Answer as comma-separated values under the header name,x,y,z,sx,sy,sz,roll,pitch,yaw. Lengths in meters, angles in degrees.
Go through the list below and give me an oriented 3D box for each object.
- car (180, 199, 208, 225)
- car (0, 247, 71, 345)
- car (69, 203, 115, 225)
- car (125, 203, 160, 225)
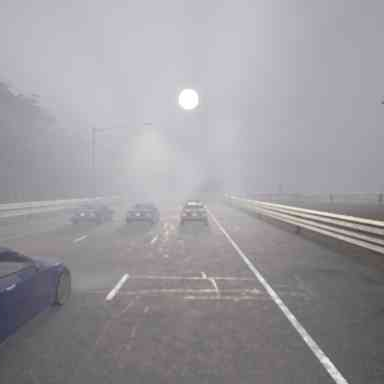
name,x,y,z,sx,sy,sz,roll,pitch,yaw
car,0.138,1.471,23.408,2.033,1.411,5.357,0,0,0
car,-3.390,1.509,4.922,1.812,1.442,4.674,0,0,0
car,-6.861,1.471,23.359,2.033,1.411,5.357,0,0,0
car,-3.362,1.471,23.390,2.033,1.411,5.357,0,0,0
